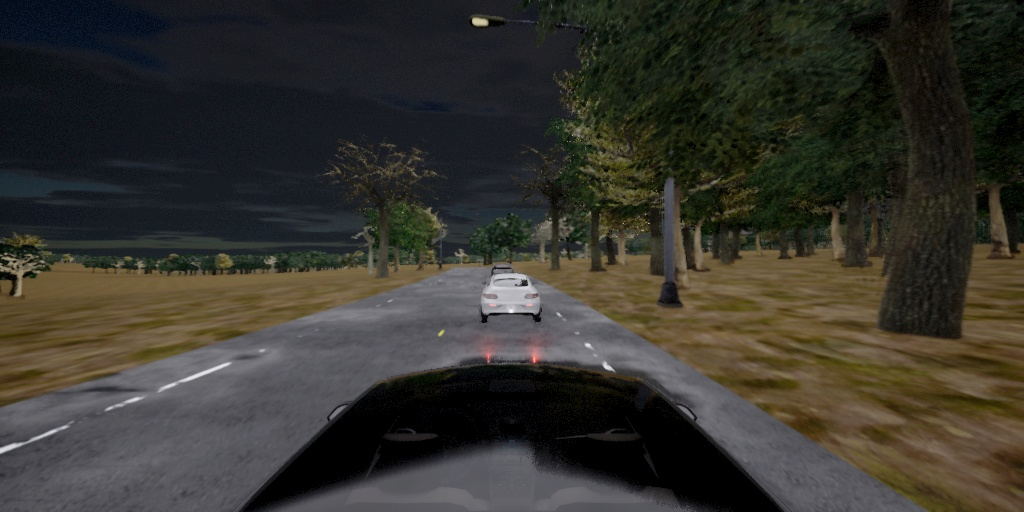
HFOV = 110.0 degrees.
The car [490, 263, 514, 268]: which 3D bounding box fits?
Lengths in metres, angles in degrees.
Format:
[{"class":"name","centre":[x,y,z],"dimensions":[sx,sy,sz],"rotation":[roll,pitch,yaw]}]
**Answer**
[{"class":"car","centre":[-0.854,1.326,30.899],"dimensions":[2.128,1.511,4.902],"rotation":[0,0,-3]}]

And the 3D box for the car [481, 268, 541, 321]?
[{"class":"car","centre":[-0.075,1.294,12.355],"dimensions":[1.812,1.442,4.674],"rotation":[0,0,-1]}]
